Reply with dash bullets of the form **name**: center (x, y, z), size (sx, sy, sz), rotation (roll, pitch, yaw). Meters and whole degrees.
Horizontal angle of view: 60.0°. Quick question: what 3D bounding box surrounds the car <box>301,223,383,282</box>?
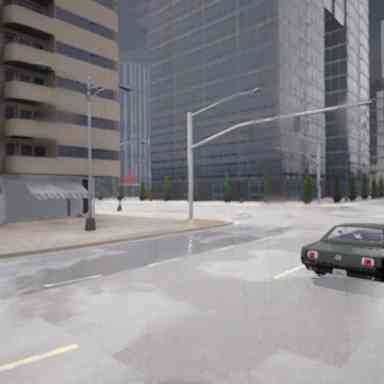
- **car**: center (4.869, 1.490, 9.033), size (1.895, 1.301, 4.718), rotation (0, 1, 44)
